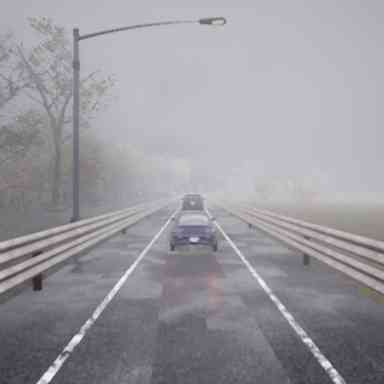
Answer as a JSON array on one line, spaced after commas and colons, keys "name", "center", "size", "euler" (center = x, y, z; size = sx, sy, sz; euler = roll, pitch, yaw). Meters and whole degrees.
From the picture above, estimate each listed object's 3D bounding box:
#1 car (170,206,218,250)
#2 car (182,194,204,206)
[{"name": "car", "center": [0.063, 1.525, 14.184], "size": [1.812, 1.442, 4.674], "euler": [0, 0, 0]}, {"name": "car", "center": [0.097, 1.217, 34.552], "size": [2.150, 2.045, 5.566], "euler": [0, 0, 0]}]
